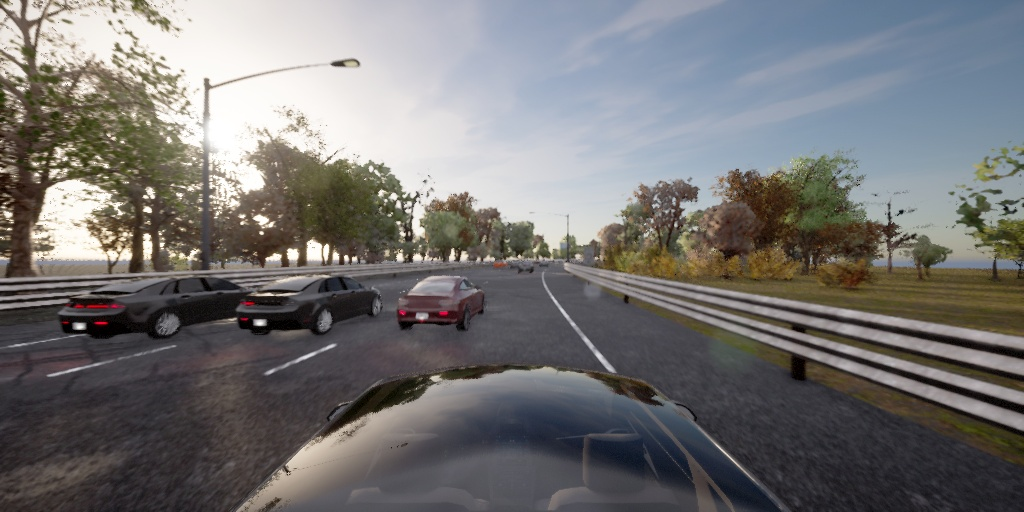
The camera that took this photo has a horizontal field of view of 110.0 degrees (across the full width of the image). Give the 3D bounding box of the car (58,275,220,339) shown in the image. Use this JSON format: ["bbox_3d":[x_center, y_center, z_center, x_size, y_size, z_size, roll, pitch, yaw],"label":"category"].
[{"bbox_3d":[-9.122,1.280,10.147,1.837,1.490,4.892,0,0,5],"label":"car"}]

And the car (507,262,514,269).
[{"bbox_3d":[0.906,1.598,65.015,2.128,1.511,4.902,0,0,9],"label":"car"}]

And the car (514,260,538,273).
[{"bbox_3d":[1.944,1.498,47.626,2.128,1.511,4.902,0,0,8],"label":"car"}]

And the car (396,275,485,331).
[{"bbox_3d":[-2.012,1.322,11.099,1.812,1.442,4.674,0,0,5],"label":"car"}]

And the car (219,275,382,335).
[{"bbox_3d":[-5.571,1.291,10.625,1.837,1.490,4.892,0,0,5],"label":"car"}]
